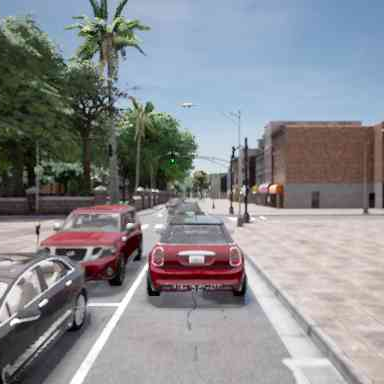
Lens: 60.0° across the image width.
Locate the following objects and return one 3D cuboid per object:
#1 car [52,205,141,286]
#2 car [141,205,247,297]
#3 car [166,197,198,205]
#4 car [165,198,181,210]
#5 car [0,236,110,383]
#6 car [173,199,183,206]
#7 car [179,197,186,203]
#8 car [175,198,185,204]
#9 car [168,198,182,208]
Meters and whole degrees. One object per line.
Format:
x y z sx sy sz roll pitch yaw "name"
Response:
-2.644 1.352 9.672 2.192 1.841 5.009 0 0 0 "car"
0.094 1.386 8.818 2.097 1.767 4.553 0 0 0 "car"
-0.519 1.454 22.860 2.097 1.767 4.553 0 0 -10 "car"
-2.667 1.709 47.819 1.967 1.590 4.097 0 0 0 "car"
-2.640 1.566 4.207 2.008 1.369 4.403 0 0 0 "car"
-2.677 1.993 64.884 1.802 1.307 4.206 0 -1 0 "car"
-2.694 2.241 93.326 1.887 1.381 4.507 0 -1 0 "car"
-2.684 2.069 76.261 2.008 1.369 4.403 0 -1 0 "car"
-2.669 1.754 53.507 1.967 1.590 4.097 0 0 0 "car"
